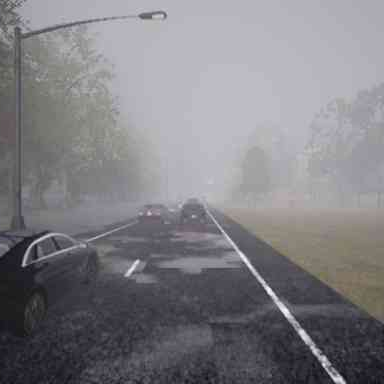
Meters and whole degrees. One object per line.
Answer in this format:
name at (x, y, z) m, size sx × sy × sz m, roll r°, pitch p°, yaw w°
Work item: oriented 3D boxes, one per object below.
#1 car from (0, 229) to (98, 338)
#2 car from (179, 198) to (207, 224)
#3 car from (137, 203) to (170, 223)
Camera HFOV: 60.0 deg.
car at (-3.323, 1.485, 6.582) m, size 2.128 × 1.511 × 4.902 m, roll 0°, pitch 0°, yaw 1°
car at (0.104, 1.454, 24.340) m, size 1.882 × 1.535 × 5.008 m, roll 0°, pitch 0°, yaw 0°
car at (-2.785, 1.523, 25.061) m, size 2.033 × 1.411 × 5.357 m, roll 0°, pitch 0°, yaw 2°
